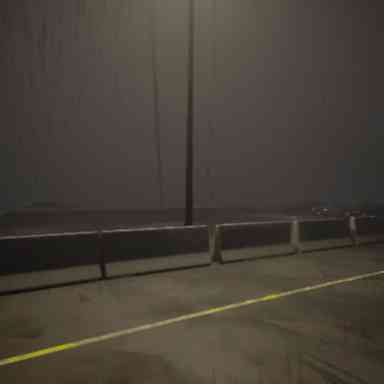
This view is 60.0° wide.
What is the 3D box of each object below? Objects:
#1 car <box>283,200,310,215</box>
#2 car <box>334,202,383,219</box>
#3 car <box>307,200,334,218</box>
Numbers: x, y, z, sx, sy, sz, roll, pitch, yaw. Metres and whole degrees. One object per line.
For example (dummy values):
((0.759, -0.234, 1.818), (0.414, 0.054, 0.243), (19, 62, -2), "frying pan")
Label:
((11.896, 1.566, 34.900), (5.008, 1.535, 1.882), (0, 0, -25), "car")
((15.091, 1.625, 28.677), (4.902, 1.511, 2.128), (1, 0, -25), "car")
((13.831, 1.715, 31.988), (4.718, 1.301, 1.895), (1, 0, -25), "car")
